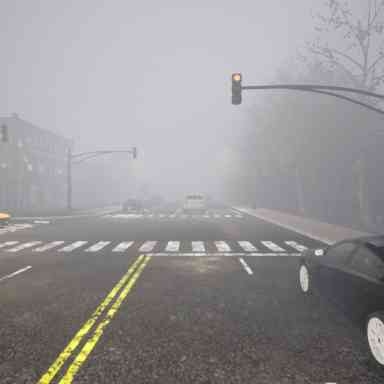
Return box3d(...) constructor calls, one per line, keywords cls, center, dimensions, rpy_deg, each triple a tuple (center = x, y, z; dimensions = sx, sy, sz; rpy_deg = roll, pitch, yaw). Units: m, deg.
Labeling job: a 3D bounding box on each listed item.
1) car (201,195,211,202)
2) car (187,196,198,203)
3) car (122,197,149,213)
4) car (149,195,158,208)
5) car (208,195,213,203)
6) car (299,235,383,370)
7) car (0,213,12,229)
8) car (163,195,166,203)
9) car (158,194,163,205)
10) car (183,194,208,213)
box3d(cls="car", center=(3.270, 1.492, 79.178), dimensions=(2.128, 1.511, 4.902), rpy_deg=(0, 0, 0))
box3d(cls="car", center=(0.123, 1.521, 68.682), dimensions=(2.033, 1.411, 5.357), rpy_deg=(0, 0, 0))
box3d(cls="car", center=(-6.581, 1.480, 37.613), dimensions=(2.128, 1.511, 4.902), rpy_deg=(0, 0, 0))
box3d(cls="car", center=(-6.577, 1.475, 47.071), dimensions=(2.128, 1.511, 4.902), rpy_deg=(0, 0, 0))
box3d(cls="car", center=(3.370, 1.478, 68.989), dimensions=(1.837, 1.490, 4.892), rpy_deg=(0, 0, 0))
box3d(cls="car", center=(3.344, 1.476, 5.663), dimensions=(1.882, 1.535, 5.008), rpy_deg=(0, 0, 1))
box3d(cls="car", center=(-13.740, 1.617, 20.476), dimensions=(5.008, 1.535, 1.882), rpy_deg=(-1, 0, 4))
box3d(cls="car", center=(-6.505, 1.326, 67.130), dimensions=(2.097, 1.767, 4.553), rpy_deg=(0, 0, 1))
box3d(cls="car", center=(-6.569, 1.457, 56.645), dimensions=(1.882, 1.535, 5.008), rpy_deg=(0, 0, 0))
box3d(cls="car", center=(0.226, 1.210, 36.753), dimensions=(2.150, 2.045, 5.566), rpy_deg=(0, 0, -1))
